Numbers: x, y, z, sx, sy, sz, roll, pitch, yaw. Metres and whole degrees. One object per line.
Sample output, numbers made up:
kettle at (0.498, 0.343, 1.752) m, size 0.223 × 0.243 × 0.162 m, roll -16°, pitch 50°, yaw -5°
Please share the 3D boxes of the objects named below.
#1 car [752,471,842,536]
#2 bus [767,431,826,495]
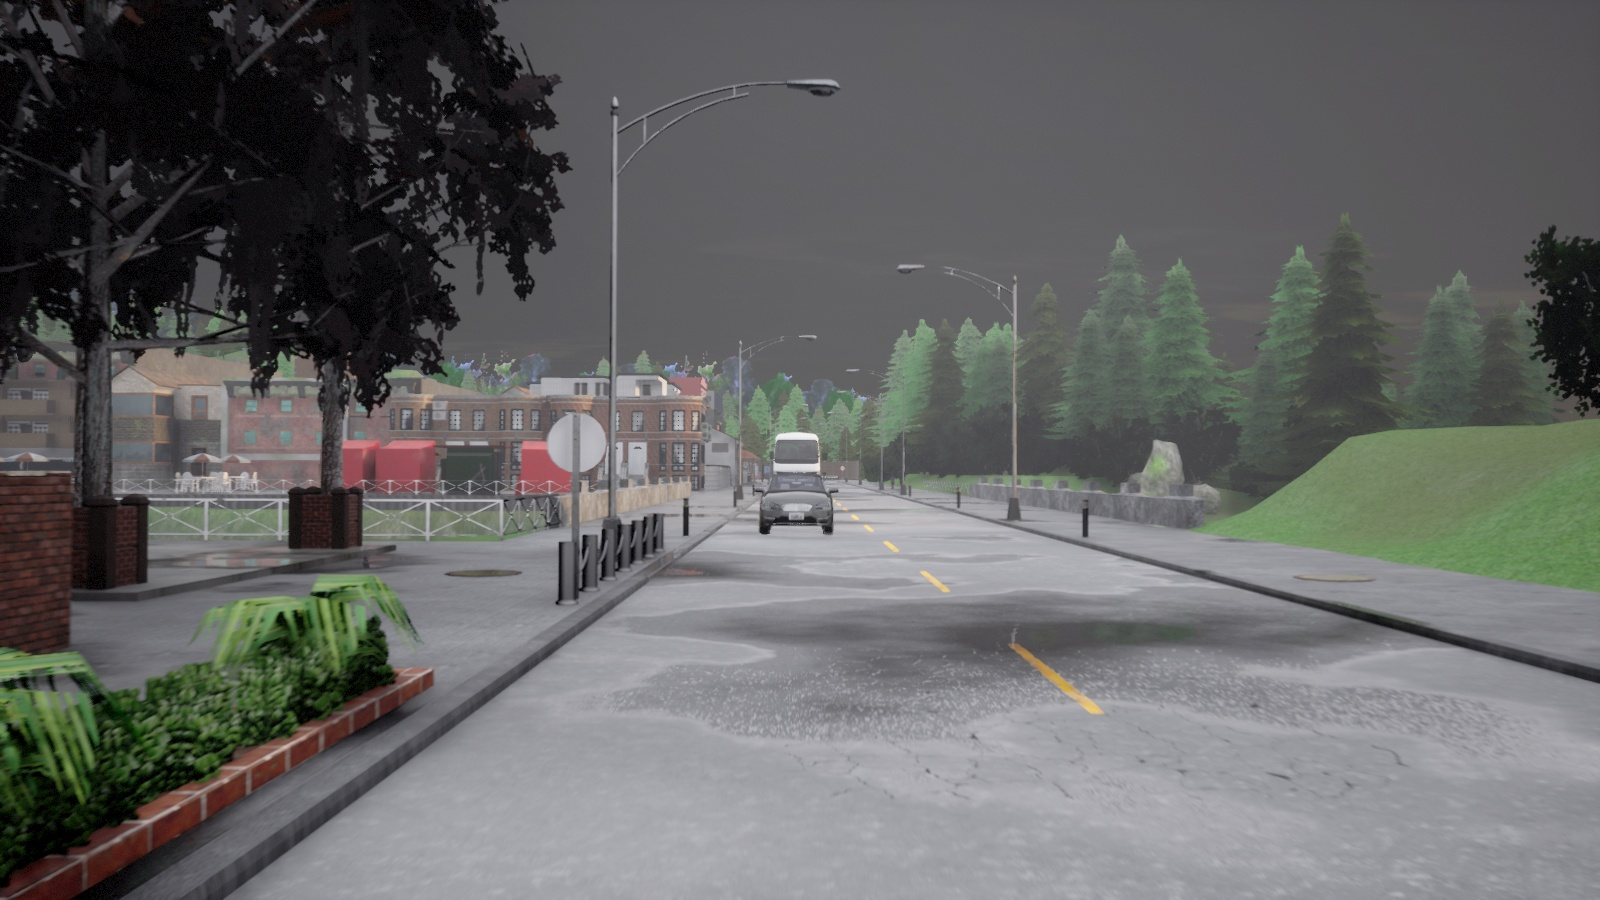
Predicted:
car at (-0.078, 1.308, 32.098) m, size 2.128 × 1.511 × 4.902 m, roll 0°, pitch -1°, yaw 0°
bus at (-0.222, 0.932, 89.208) m, size 3.944 × 4.253 × 10.273 m, roll 0°, pitch -1°, yaw 0°
